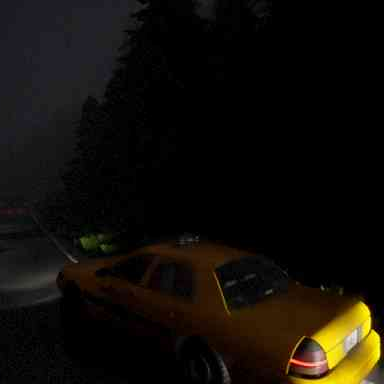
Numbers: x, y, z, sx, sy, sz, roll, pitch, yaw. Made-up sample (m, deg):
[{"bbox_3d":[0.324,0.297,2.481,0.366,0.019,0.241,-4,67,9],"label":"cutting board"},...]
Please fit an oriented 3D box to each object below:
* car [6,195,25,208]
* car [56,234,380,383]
[{"bbox_3d":[-21.212,1.062,40.011,2.128,1.511,4.902,-2,2,-27],"label":"car"},{"bbox_3d":[-0.259,1.418,5.072,5.366,1.575,1.801,1,1,44],"label":"car"}]
